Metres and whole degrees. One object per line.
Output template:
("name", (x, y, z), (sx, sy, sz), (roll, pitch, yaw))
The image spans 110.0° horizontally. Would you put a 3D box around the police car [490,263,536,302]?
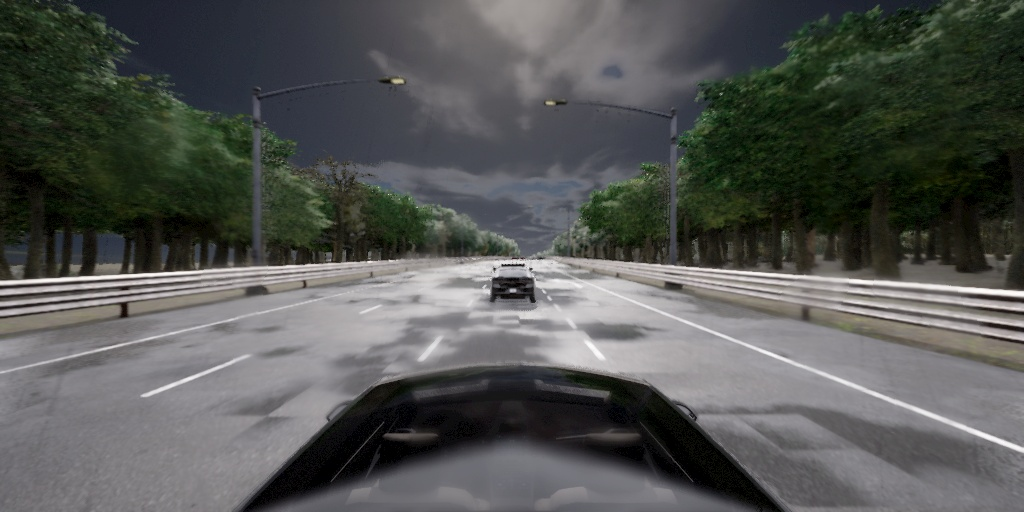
("police car", (0.043, 1.169, 16.853), (1.930, 1.638, 5.238), (0, 0, 0))
